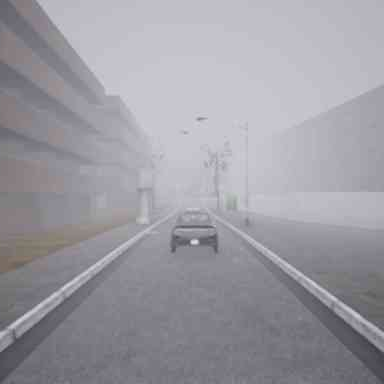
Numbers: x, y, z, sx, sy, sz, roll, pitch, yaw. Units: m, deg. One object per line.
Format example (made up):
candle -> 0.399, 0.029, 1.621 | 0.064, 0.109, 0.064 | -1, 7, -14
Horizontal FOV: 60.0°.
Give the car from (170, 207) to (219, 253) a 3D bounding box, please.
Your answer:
car -> 0.098, 1.604, 14.238 | 2.128, 1.511, 4.902 | 0, -1, 0
